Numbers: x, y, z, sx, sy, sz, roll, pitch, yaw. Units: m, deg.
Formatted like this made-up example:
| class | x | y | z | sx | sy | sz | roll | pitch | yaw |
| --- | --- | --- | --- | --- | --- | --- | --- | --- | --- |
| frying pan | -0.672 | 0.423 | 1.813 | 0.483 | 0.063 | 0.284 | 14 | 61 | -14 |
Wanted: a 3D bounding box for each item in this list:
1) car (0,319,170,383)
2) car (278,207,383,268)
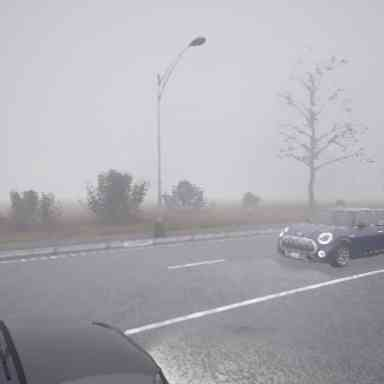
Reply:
| class | x | y | z | sx | sy | sz | roll | pitch | yaw |
| --- | --- | --- | --- | --- | --- | --- | --- | --- | --- |
| car | -2.130 | 1.555 | 2.109 | 4.181 | 1.385 | 1.994 | 0 | 0 | -35 |
| car | 5.065 | 1.324 | 11.236 | 4.553 | 1.767 | 2.097 | 0 | 0 | -30 |
